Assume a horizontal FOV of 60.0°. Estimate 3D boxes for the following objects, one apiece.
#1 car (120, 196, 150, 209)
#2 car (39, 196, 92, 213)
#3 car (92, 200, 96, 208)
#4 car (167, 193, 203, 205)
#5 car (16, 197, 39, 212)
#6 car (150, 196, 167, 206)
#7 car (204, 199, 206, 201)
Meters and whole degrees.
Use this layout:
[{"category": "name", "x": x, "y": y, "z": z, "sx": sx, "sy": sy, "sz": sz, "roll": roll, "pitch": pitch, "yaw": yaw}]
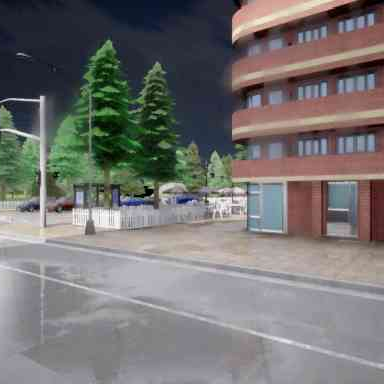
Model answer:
[{"category": "car", "x": -8.237, "y": 1.422, "z": 43.557, "sx": 1.882, "sy": 1.535, "sz": 5.008, "roll": 0, "pitch": 0, "yaw": 37}, {"category": "car", "x": -13.645, "y": 1.296, "z": 36.113, "sx": 2.097, "sy": 1.767, "sz": 4.553, "roll": 0, "pitch": 0, "yaw": 36}, {"category": "car", "x": -12.095, "y": 1.508, "z": 44.222, "sx": 1.994, "sy": 1.385, "sz": 4.181, "roll": 0, "pitch": 0, "yaw": 35}, {"category": "car", "x": -1.415, "y": 1.166, "z": 51.748, "sx": 5.566, "sy": 2.045, "sz": 2.150, "roll": 0, "pitch": 0, "yaw": -44}, {"category": "car", "x": -17.130, "y": 1.296, "z": 37.251, "sx": 2.097, "sy": 1.767, "sz": 4.553, "roll": 0, "pitch": 0, "yaw": 35}, {"category": "car", "x": -6.673, "y": 1.449, "z": 51.037, "sx": 1.837, "sy": 1.490, "sz": 4.892, "roll": 0, "pitch": 0, "yaw": 41}, {"category": "car", "x": 0.474, "y": 1.508, "z": 57.901, "sx": 4.181, "sy": 1.385, "sz": 1.994, "roll": 0, "pitch": 0, "yaw": -37}]
